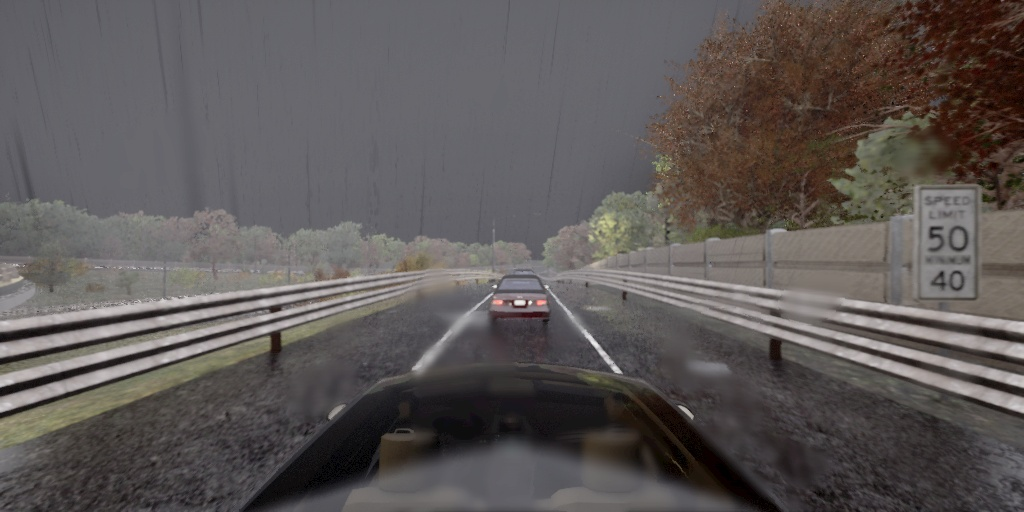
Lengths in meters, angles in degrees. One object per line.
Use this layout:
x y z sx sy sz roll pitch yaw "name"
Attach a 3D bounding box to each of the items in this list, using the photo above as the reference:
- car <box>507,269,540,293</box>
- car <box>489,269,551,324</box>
0.791 1.599 24.342 2.033 1.411 5.357 0 -2 2 "car"
0.287 1.335 12.159 2.033 1.411 5.357 0 -1 2 "car"
